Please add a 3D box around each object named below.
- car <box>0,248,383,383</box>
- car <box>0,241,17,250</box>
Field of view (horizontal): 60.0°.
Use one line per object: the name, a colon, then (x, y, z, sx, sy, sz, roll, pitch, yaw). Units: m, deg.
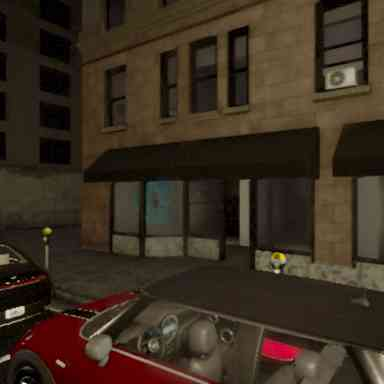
car: (0.103, 1.441, 3.003, 4.097, 1.590, 1.967, 0, 0, 36)
car: (-4.395, 1.555, 6.212, 4.403, 1.369, 2.008, 0, 0, 35)
